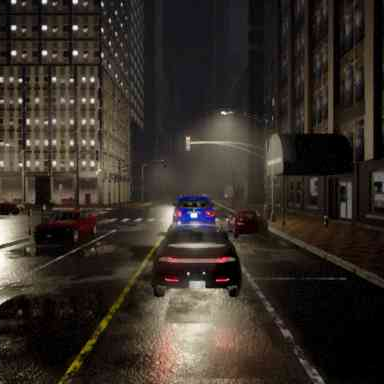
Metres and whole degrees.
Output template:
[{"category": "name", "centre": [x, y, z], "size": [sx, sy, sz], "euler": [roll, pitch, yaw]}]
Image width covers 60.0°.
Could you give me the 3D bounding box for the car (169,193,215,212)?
[{"category": "car", "centre": [0.096, 1.212, 18.456], "size": [2.150, 2.045, 5.566], "euler": [0, 0, 0]}]

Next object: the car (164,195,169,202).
[{"category": "car", "centre": [-5.665, 1.495, 77.825], "size": [1.887, 1.381, 4.507], "euler": [0, 0, 0]}]

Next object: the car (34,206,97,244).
[{"category": "car", "centre": [-5.819, 1.537, 15.764], "size": [1.887, 1.381, 4.507], "euler": [0, 0, 0]}]

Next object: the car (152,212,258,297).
[{"category": "car", "centre": [0.102, 1.487, 8.538], "size": [2.128, 1.511, 4.902], "euler": [0, 0, 0]}]

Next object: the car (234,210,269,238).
[{"category": "car", "centre": [2.821, 1.573, 17.138], "size": [1.802, 1.307, 4.206], "euler": [0, 0, 0]}]

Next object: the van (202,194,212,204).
[{"category": "van", "centre": [2.708, 1.306, 60.730], "size": [1.690, 1.788, 3.998], "euler": [0, 0, 0]}]

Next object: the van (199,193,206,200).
[{"category": "van", "centre": [2.719, 1.279, 89.214], "size": [1.690, 1.788, 3.998], "euler": [0, 0, 0]}]

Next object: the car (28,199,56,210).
[{"category": "car", "centre": [-18.507, 1.484, 39.490], "size": [4.403, 1.369, 2.008], "euler": [0, 0, 1]}]

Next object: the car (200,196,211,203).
[{"category": "car", "centre": [2.711, 1.511, 66.427], "size": [2.008, 1.369, 4.403], "euler": [0, 0, 0]}]

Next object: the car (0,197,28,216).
[{"category": "car", "centre": [-18.597, 1.296, 31.109], "size": [5.009, 1.841, 2.192], "euler": [0, 0, 1]}]

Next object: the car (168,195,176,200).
[{"category": "car", "centre": [-5.658, 1.498, 94.915], "size": [1.947, 1.339, 4.313], "euler": [0, 0, 0]}]

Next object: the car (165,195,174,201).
[{"category": "car", "centre": [-5.662, 1.510, 83.521], "size": [1.947, 1.339, 4.313], "euler": [0, 0, 0]}]
